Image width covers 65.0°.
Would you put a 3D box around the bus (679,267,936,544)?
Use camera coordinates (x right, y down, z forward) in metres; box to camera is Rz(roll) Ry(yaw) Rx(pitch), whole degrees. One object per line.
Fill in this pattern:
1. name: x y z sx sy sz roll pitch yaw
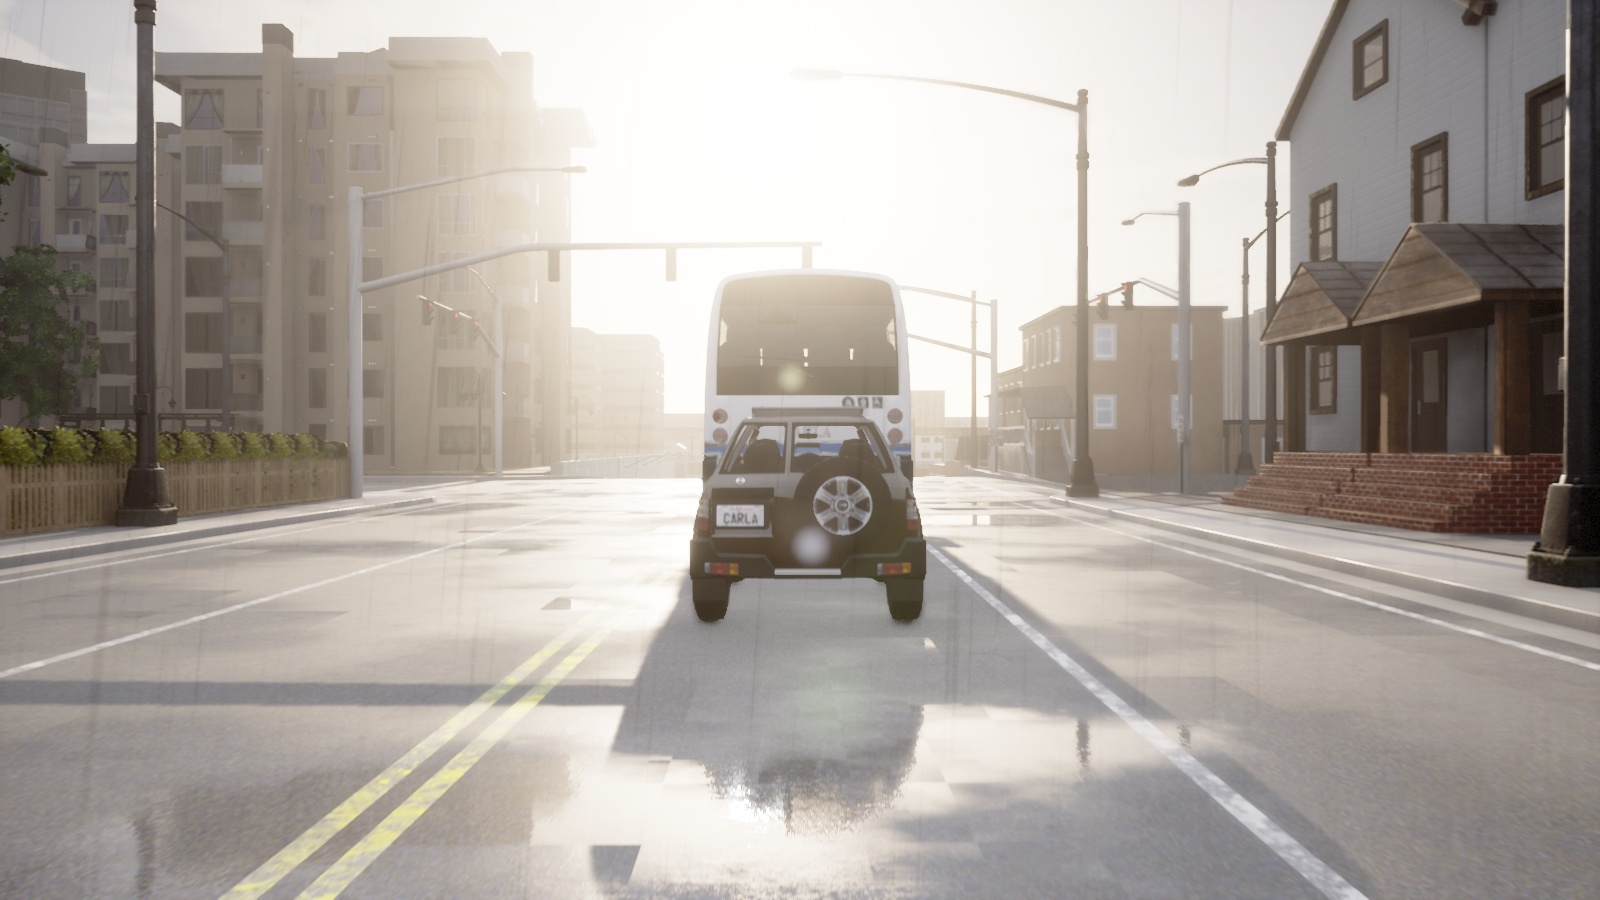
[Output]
1. bus: 0.146 -0.730 24.442 3.944 4.253 10.273 0 1 0

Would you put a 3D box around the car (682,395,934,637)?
1. car: 0.077 0.513 11.945 1.932 1.855 4.605 0 0 0
